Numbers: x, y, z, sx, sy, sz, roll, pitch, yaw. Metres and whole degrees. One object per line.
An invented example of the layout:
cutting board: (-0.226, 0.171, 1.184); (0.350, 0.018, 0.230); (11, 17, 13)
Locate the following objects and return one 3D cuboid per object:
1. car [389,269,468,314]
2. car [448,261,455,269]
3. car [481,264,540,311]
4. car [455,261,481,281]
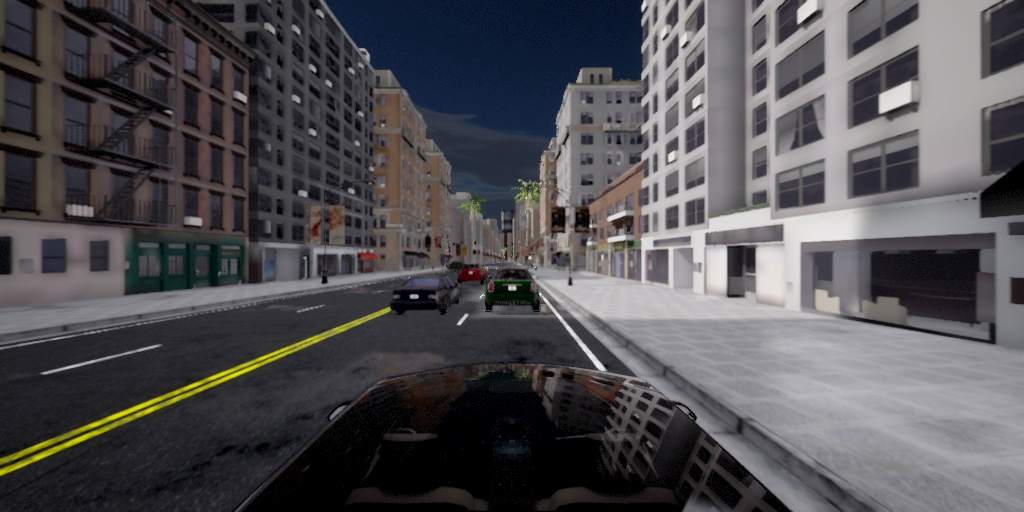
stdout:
car: (-3.234, 1.419, 14.394); (2.033, 1.411, 5.357); (0, -1, 0)
car: (-9.787, 1.712, 62.109); (2.097, 1.767, 4.553); (0, -1, 1)
car: (0.028, 1.231, 15.273); (2.097, 1.767, 4.553); (0, -1, 0)
car: (-3.220, 1.379, 30.276); (2.097, 1.767, 4.553); (0, -1, 1)
